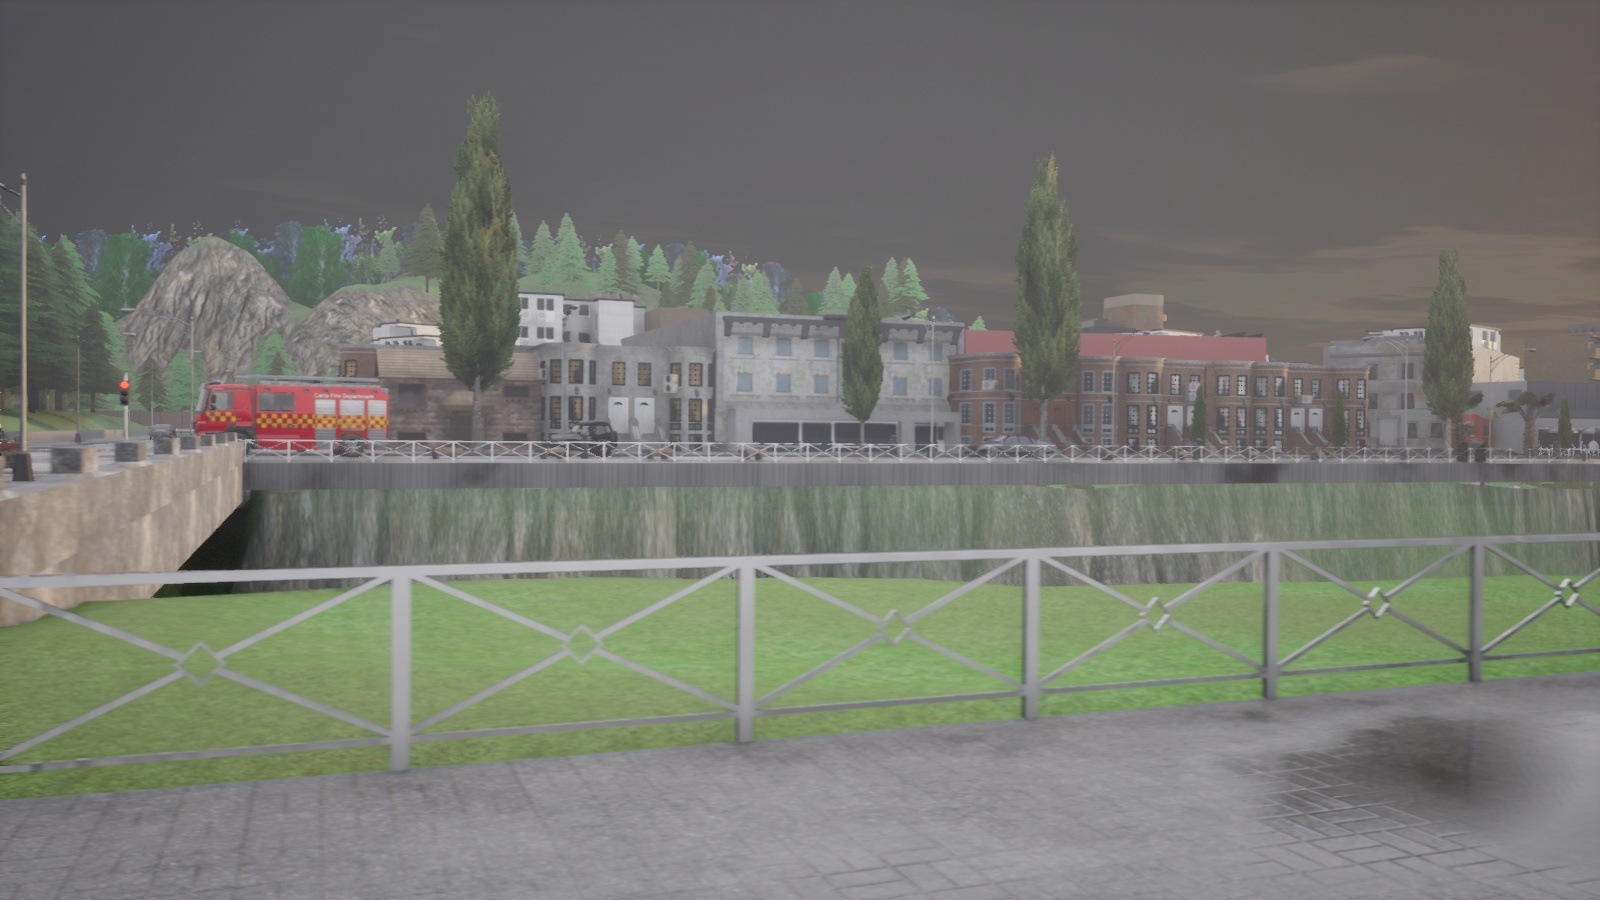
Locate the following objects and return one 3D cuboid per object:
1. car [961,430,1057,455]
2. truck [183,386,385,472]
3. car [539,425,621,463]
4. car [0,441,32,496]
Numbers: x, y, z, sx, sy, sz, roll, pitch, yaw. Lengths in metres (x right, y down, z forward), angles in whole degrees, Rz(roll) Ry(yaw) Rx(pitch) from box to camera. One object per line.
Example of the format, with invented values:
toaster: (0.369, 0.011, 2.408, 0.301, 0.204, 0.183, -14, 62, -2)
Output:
car: (12.421, -0.473, 74.582, 5.357, 1.411, 2.033, -1, 1, -21)
truck: (-24.294, -1.039, 59.342, 8.468, 3.827, 2.891, -1, 1, -30)
car: (-11.467, -0.315, 65.401, 3.866, 1.878, 1.905, -1, 1, -21)
car: (-23.108, 0.500, 35.210, 1.837, 1.490, 4.892, -1, 1, -21)
